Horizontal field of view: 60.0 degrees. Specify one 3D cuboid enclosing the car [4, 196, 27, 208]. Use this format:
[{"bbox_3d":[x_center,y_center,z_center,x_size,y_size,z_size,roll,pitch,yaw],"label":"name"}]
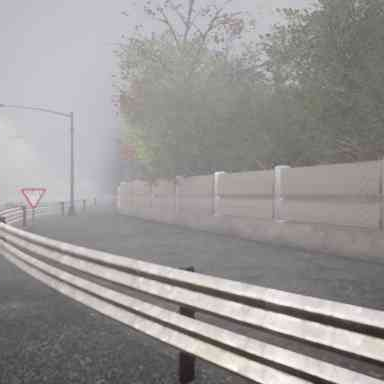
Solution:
[{"bbox_3d":[-28.134,1.799,53.045,1.895,1.301,4.718,0,0,-12],"label":"car"}]
